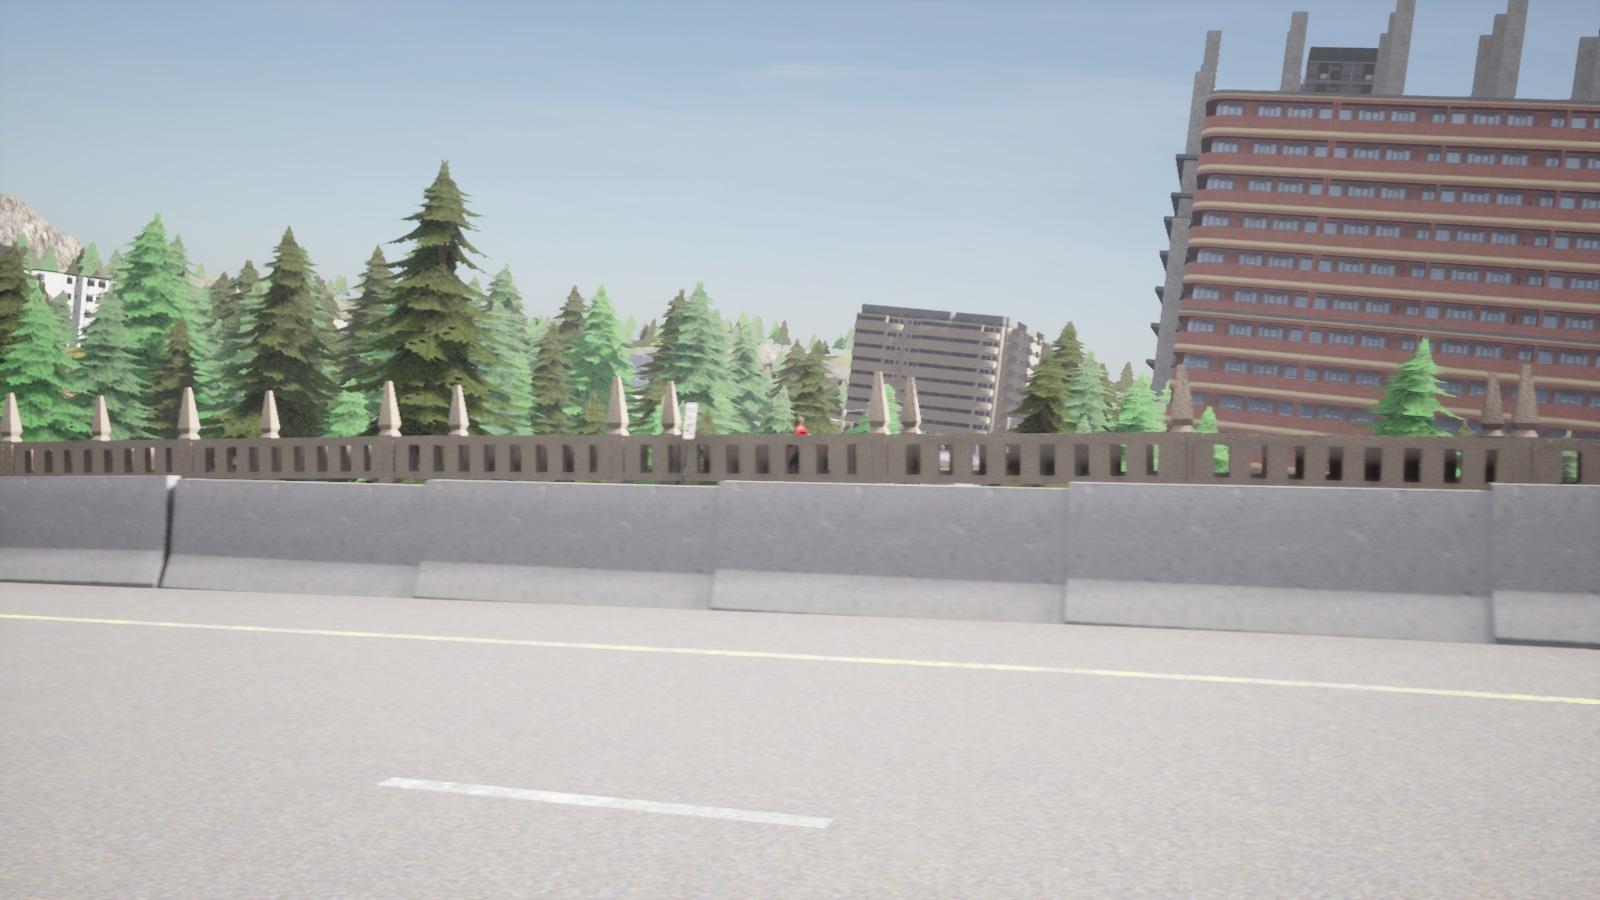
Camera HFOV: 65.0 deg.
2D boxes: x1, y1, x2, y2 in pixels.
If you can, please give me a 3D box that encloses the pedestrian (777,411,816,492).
[{"bbox_3d":[-0.083,0.022,29.848,0.636,1.846,0.331,8,3,19],"label":"pedestrian"}]
